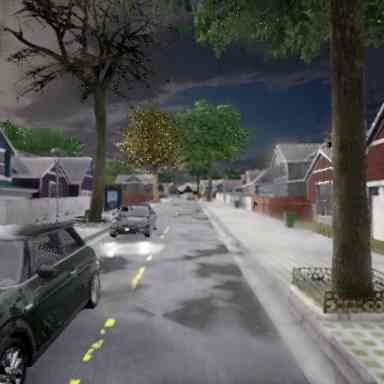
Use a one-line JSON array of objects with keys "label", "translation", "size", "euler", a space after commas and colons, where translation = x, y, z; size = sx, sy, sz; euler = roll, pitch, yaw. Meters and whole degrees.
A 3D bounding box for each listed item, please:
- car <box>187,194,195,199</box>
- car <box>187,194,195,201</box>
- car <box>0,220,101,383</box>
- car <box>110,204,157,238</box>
[{"label": "car", "translation": [-0.219, 1.213, 88.380], "size": [1.994, 1.385, 4.181], "euler": [0, 0, 0]}, {"label": "car", "translation": [-0.194, 1.327, 78.578], "size": [1.994, 1.385, 4.181], "euler": [0, 0, 0]}, {"label": "car", "translation": [-2.861, 1.329, 4.740], "size": [2.097, 1.767, 4.553], "euler": [0, 0, 0]}, {"label": "car", "translation": [-2.883, 1.398, 17.158], "size": [1.837, 1.490, 4.892], "euler": [0, 0, 0]}]
